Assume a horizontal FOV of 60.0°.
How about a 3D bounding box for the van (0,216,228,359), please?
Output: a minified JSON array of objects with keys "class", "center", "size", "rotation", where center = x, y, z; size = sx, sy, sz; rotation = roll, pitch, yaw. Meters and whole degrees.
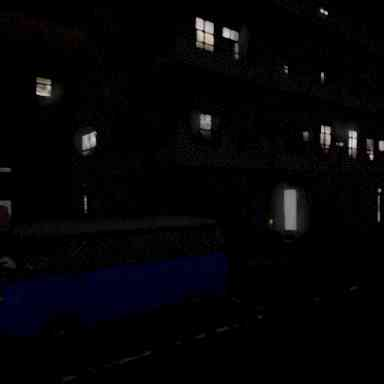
[{"class":"van","center":[-1.241,1.341,5.680],"size":[3.998,1.788,1.690],"rotation":[0,0,-35]}]
